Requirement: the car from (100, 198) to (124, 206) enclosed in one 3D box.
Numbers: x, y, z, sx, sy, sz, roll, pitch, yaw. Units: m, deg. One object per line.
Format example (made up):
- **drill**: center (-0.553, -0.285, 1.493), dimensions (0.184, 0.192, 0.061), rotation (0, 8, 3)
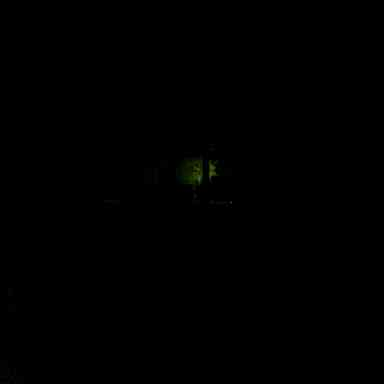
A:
- **car**: center (-14.305, 1.735, 59.930), dimensions (1.812, 1.442, 4.674), rotation (-1, -1, 36)
